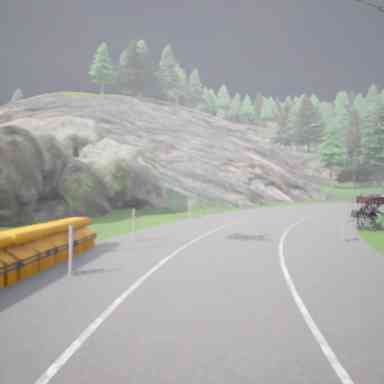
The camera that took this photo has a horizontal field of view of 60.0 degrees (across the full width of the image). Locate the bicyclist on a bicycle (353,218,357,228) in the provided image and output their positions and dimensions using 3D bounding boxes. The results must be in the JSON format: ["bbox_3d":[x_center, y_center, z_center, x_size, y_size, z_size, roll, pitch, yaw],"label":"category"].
[{"bbox_3d":[9.911,1.346,19.020,0.582,1.620,1.656,-2,0,-27],"label":"bicyclist on a bicycle"}]

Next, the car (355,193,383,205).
[{"bbox_3d":[22.988,0.841,42.634,5.008,1.535,1.882,-1,2,-32],"label":"car"}]

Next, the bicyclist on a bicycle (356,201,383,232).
[{"bbox_3d":[9.897,1.357,17.891,1.656,1.620,0.582,-3,-1,28],"label":"bicyclist on a bicycle"}]
